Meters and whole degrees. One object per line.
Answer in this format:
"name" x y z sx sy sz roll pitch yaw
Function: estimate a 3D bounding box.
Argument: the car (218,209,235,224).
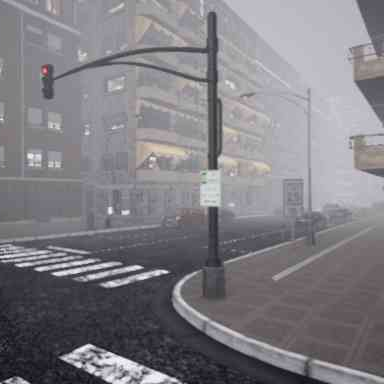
"car" 2.586 2.231 31.105 1.802 1.307 4.206 -2 -2 35

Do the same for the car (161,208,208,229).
"car" -0.684 1.994 26.471 1.967 1.590 4.097 -2 -2 35

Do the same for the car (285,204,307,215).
"car" 15.560 2.551 49.523 1.752 1.417 4.829 -2 -2 35

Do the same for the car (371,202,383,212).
"car" 32.262 2.841 58.789 1.802 1.307 4.206 -2 -2 35

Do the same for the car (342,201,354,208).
"car" 38.508 3.132 82.155 1.967 1.590 4.097 -2 -2 35

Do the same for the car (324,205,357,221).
"car" 15.919 2.351 35.596 1.947 1.339 4.313 -2 -2 35

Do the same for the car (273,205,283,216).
"car" 12.390 2.479 45.023 1.887 1.381 4.507 -2 -2 35

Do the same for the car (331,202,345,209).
"car" 31.965 2.943 72.882 1.967 1.590 4.097 -2 -2 35

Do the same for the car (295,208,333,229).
"car" 9.382 2.161 26.318 1.947 1.339 4.313 -2 -2 35

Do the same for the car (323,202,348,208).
"car" 18.510 2.289 43.697 2.097 1.767 4.553 0 -1 35

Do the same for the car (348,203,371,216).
"car" 22.553 2.503 45.014 1.752 1.417 4.829 -2 -2 35
